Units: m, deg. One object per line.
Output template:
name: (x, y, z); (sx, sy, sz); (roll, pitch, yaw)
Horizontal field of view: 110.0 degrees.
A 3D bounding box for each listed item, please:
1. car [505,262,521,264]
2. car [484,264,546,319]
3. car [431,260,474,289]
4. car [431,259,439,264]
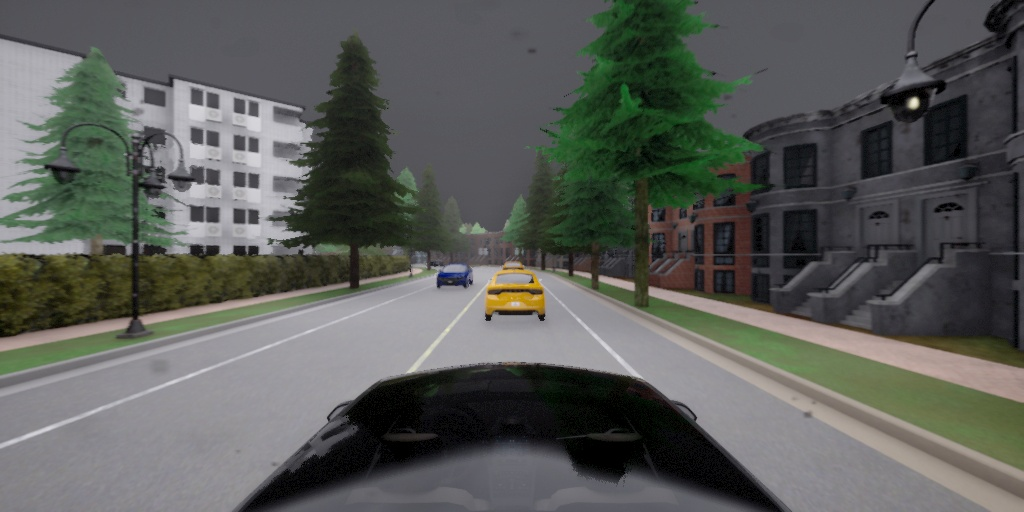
car: (0.093, 1.227, 31.251); (1.882, 1.535, 5.008); (0, 0, 0)
car: (0.099, 1.227, 12.760); (1.882, 1.535, 5.008); (0, 0, 0)
car: (-3.612, 1.227, 23.328); (1.882, 1.535, 5.008); (0, 0, 0)
car: (-13.236, 1.309, 63.665); (1.994, 1.385, 4.181); (0, 0, -35)
